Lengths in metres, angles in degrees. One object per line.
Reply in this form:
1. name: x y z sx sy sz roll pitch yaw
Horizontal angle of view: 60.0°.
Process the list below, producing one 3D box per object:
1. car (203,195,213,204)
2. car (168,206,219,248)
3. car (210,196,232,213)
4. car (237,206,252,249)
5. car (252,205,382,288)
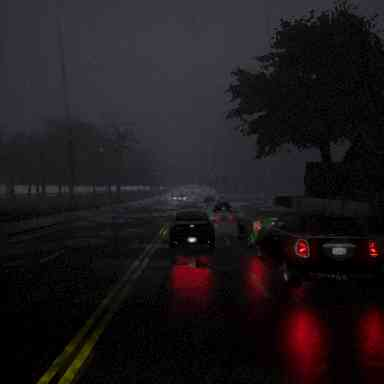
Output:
1. car: 3.251 1.304 64.393 2.097 1.767 4.553 0 0 0
2. car: 0.000 1.513 14.658 1.837 1.490 4.892 0 0 0
3. car: 3.256 1.490 36.454 1.812 1.442 4.674 0 0 0
4. car: 3.250 1.363 14.627 2.097 1.767 4.553 0 0 0
5. car: 3.250 1.315 9.458 2.097 1.767 4.553 0 0 0
